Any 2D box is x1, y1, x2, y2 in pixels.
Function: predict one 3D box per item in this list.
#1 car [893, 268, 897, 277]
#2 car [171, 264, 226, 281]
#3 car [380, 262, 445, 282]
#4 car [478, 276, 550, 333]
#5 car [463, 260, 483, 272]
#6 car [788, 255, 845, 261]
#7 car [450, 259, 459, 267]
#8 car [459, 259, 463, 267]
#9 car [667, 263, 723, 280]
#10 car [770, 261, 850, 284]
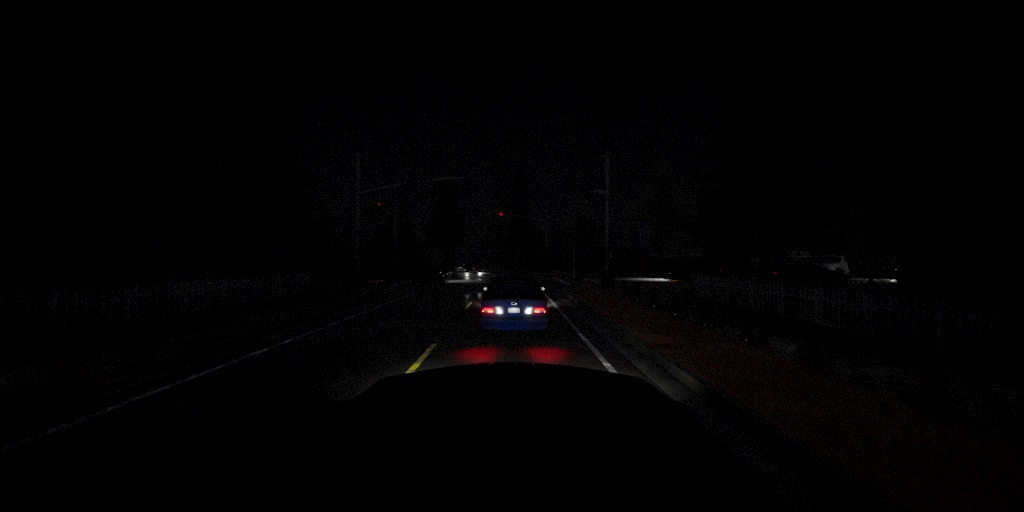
[{"bbox_3d":[34.525,1.083,29.584,4.553,1.767,2.097,0,0,2],"label":"car"},{"bbox_3d":[-24.625,1.295,27.637,4.181,1.385,1.994,0,0,2],"label":"car"},{"bbox_3d":[-7.694,1.236,27.900,4.892,1.490,1.837,0,1,-11],"label":"car"},{"bbox_3d":[0.062,1.296,10.754,2.033,1.411,5.357,0,0,0],"label":"car"},{"bbox_3d":[-4.779,1.214,44.682,1.837,1.490,4.892,0,0,-6],"label":"car"},{"bbox_3d":[24.679,0.952,29.892,5.566,2.045,2.150,0,0,1],"label":"car"},{"bbox_3d":[-9.701,1.254,64.372,2.033,1.411,5.357,0,0,-23],"label":"car"},{"bbox_3d":[-6.316,1.255,54.340,2.033,1.411,5.357,0,0,-14],"label":"car"},{"bbox_3d":[15.314,1.294,30.171,4.181,1.385,1.994,0,0,2],"label":"car"},{"bbox_3d":[21.360,1.278,26.292,5.357,1.411,2.033,0,0,2],"label":"car"}]
